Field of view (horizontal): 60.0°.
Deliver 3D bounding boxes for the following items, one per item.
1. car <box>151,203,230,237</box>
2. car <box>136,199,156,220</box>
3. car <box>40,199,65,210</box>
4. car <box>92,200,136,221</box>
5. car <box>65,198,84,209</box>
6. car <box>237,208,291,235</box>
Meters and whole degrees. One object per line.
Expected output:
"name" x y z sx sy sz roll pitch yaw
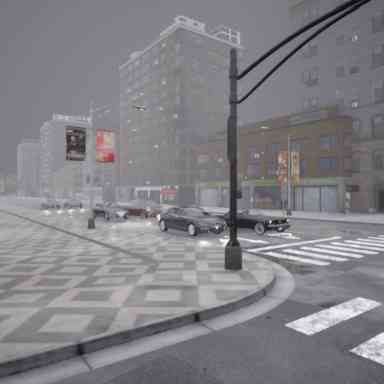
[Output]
"car" -0.163 1.557 18.741 1.837 1.490 4.892 0 0 -36
"car" -4.090 1.446 29.665 2.097 1.767 4.553 0 0 -36
"car" -19.117 1.660 44.932 1.837 1.490 4.892 0 -1 -36
"car" -6.982 1.587 28.115 2.128 1.511 4.902 0 0 -36
"car" -17.068 1.663 47.654 1.837 1.490 4.892 0 -1 -36
"car" 3.381 1.646 19.403 1.895 1.301 4.718 0 0 -36
